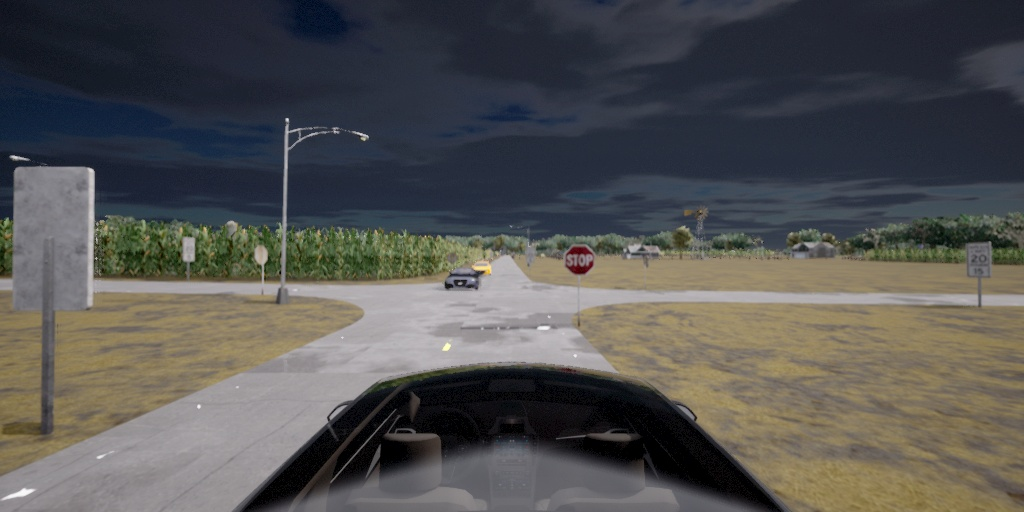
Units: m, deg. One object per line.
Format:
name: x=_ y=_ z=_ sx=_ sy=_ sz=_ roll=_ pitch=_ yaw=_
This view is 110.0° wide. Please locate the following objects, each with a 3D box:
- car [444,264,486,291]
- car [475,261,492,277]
car: x=-2.962 y=1.399 z=22.418 sx=1.994 sy=1.385 sz=4.181 roll=1 pitch=-1 yaw=-1
car: x=-3.142 y=1.321 z=37.548 sx=1.882 sy=1.535 sz=5.008 roll=0 pitch=0 yaw=-1
